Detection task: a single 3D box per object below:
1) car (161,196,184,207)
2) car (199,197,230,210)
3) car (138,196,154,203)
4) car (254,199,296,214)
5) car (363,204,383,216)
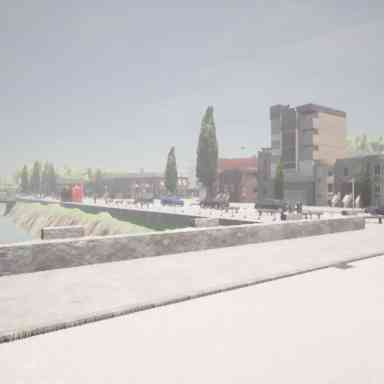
[{"bbox_3d":[-3.112,1.465,52.475,1.882,1.535,5.008,0,0,-35],"label":"car"},{"bbox_3d":[2.938,1.492,43.993,1.837,1.490,4.892,0,0,-36],"label":"car"},{"bbox_3d":[-9.805,1.532,68.972,2.033,1.411,5.357,0,0,-36],"label":"car"},{"bbox_3d":[8.876,1.492,35.701,1.837,1.490,4.892,0,0,-36],"label":"car"},{"bbox_3d":[17.950,1.533,29.137,2.033,1.411,5.357,0,0,-27],"label":"car"}]
